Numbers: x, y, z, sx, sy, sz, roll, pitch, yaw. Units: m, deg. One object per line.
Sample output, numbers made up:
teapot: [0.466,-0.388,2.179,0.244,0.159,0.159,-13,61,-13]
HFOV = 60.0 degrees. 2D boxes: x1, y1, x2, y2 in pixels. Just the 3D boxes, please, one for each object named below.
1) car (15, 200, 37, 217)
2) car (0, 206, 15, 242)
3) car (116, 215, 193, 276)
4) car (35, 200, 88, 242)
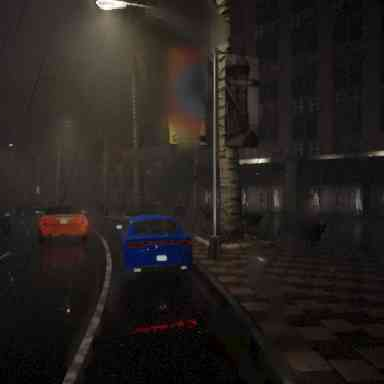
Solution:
car: [-15.199,1.491,31.077,1.837,1.490,4.892,0,0,-41]
car: [-9.865,1.468,15.756,1.882,1.535,5.008,0,0,-22]
car: [-1.332,1.475,10.583,1.882,1.535,5.008,0,0,-14]
car: [-6.452,1.343,16.676,2.097,1.767,4.553,0,0,-22]
